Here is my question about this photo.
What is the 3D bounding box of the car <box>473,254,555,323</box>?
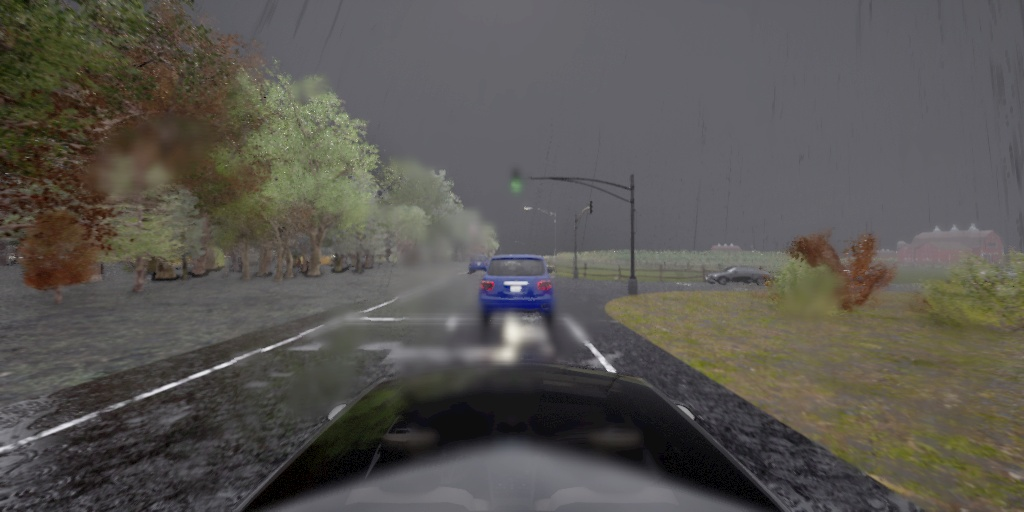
[{"bbox_3d":[0.291,0.971,12.253,2.150,2.045,5.566,0,0,4],"label":"car"}]

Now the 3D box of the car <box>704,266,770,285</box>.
[{"bbox_3d":[17.636,1.515,28.163,4.674,1.442,1.812,1,-1,1],"label":"car"}]

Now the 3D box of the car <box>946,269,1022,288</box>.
[{"bbox_3d":[37.098,1.726,28.083,4.674,1.442,1.812,1,-1,0],"label":"car"}]

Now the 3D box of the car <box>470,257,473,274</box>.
[{"bbox_3d":[-3.492,0.964,40.631,2.150,2.045,5.566,0,0,0],"label":"car"}]

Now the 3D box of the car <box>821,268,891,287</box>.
[{"bbox_3d":[26.813,1.615,28.107,4.674,1.442,1.812,1,-1,0],"label":"car"}]
